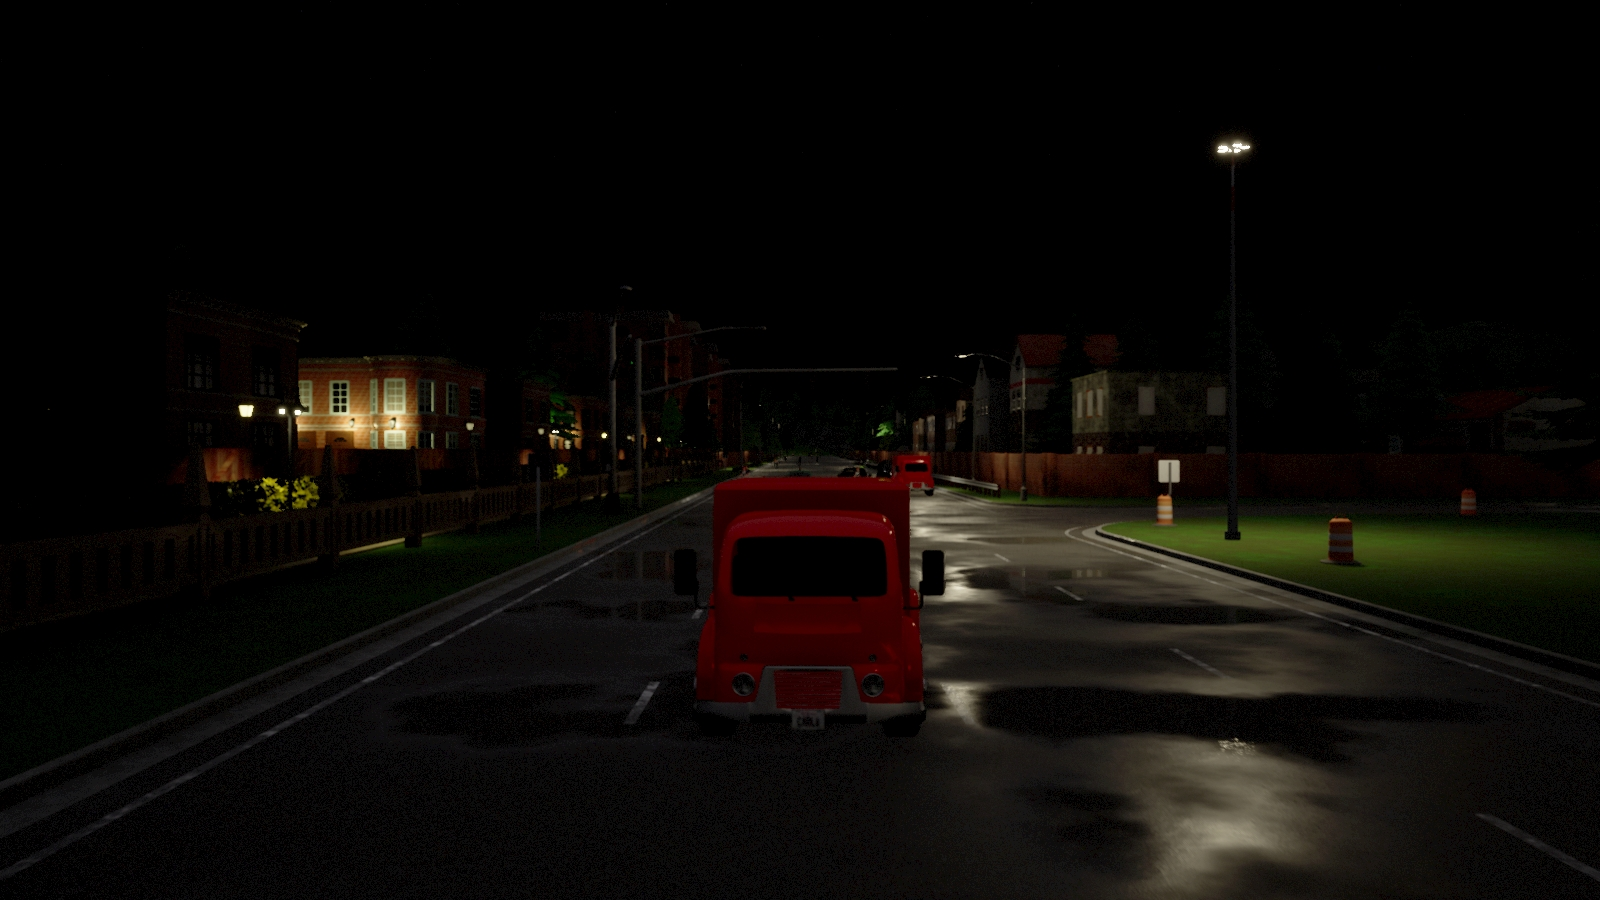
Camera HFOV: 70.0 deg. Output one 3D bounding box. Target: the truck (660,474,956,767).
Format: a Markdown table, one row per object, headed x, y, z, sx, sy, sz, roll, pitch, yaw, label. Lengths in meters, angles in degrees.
| x | y | z | sx | sy | sz | roll | pitch | yaw | label |
| --- | --- | --- | --- | --- | --- | --- | --- | --- | --- |
| 0.135 | 1.564 | 12.742 | 2.627 | 2.467 | 5.204 | 0 | 0 | 1 | truck |
